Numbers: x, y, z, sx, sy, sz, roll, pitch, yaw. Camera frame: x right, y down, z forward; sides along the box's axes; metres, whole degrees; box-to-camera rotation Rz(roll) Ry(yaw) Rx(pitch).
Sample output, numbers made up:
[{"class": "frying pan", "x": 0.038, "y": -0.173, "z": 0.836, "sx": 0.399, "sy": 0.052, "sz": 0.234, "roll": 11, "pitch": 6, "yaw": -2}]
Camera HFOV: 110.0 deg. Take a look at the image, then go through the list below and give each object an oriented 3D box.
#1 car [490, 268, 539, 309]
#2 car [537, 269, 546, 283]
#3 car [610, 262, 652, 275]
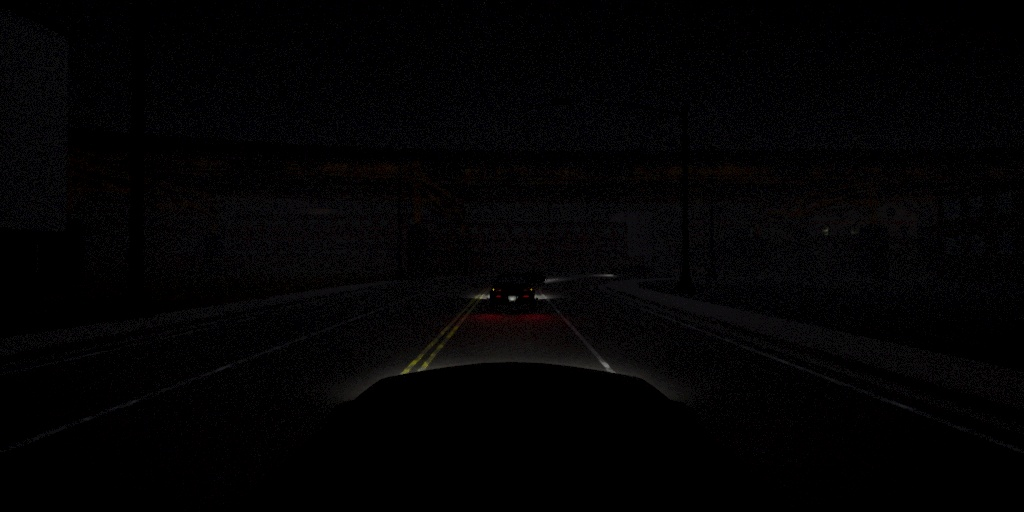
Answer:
[{"class": "car", "x": 0.032, "y": 1.426, "z": 15.726, "sx": 1.812, "sy": 1.442, "sz": 4.674, "roll": 0, "pitch": 0, "yaw": 1}, {"class": "car", "x": 1.374, "y": 1.649, "z": 29.430, "sx": 1.895, "sy": 1.301, "sz": 4.718, "roll": 0, "pitch": -1, "yaw": 20}, {"class": "car", "x": 15.518, "y": 1.784, "z": 46.916, "sx": 5.357, "sy": 1.411, "sz": 2.033, "roll": 0, "pitch": -1, "yaw": -19}]
